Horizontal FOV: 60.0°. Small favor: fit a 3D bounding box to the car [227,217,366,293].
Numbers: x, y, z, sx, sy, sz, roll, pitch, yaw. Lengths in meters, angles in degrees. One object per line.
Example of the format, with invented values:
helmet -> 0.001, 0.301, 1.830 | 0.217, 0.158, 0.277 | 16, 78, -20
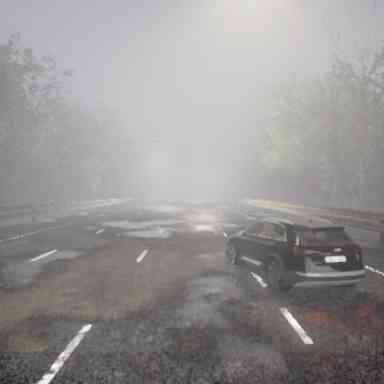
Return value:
car -> 2.478, 1.460, 9.024 | 2.033, 1.649, 4.856 | 0, 0, -12
